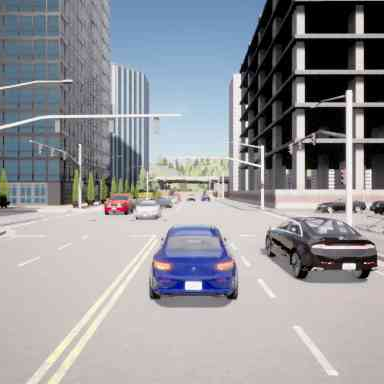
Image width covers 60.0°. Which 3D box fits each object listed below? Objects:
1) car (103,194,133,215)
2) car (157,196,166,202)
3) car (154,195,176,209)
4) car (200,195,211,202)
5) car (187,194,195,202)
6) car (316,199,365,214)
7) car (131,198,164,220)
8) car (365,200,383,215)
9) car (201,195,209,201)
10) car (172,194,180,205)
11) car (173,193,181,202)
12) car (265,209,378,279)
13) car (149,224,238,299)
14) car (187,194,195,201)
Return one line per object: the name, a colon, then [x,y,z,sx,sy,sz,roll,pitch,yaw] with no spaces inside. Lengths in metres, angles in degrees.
car: [-7.165,1.193,33.209,2.150,2.045,5.566,0,0,0]
car: [-7.152,1.589,78.538,1.895,1.301,4.718,0,0,0]
car: [-3.688,1.547,45.890,2.033,1.411,5.357,0,0,0]
car: [3.349,1.522,77.916,1.812,1.442,4.674,0,0,0]
car: [-0.152,1.593,78.251,1.895,1.301,4.718,0,0,0]
car: [15.516,1.436,34.631,4.902,1.511,2.128,0,0,0]
car: [-3.655,1.495,28.171,1.812,1.442,4.674,0,0,0]
car: [19.762,1.166,31.142,5.566,2.045,2.150,0,0,0]
car: [3.332,1.483,86.991,1.837,1.490,4.892,0,0,0]
car: [-3.688,1.601,60.932,1.895,1.301,4.718,0,0,0]
car: [-3.648,1.225,76.339,2.150,2.045,5.566,0,0,0]
car: [3.560,1.492,10.038,2.128,1.511,4.902,0,0,-1]
car: [0.044,1.526,8.314,1.812,1.442,4.674,0,0,0]
car: [-0.168,1.339,86.954,2.097,1.767,4.553,0,0,0]
